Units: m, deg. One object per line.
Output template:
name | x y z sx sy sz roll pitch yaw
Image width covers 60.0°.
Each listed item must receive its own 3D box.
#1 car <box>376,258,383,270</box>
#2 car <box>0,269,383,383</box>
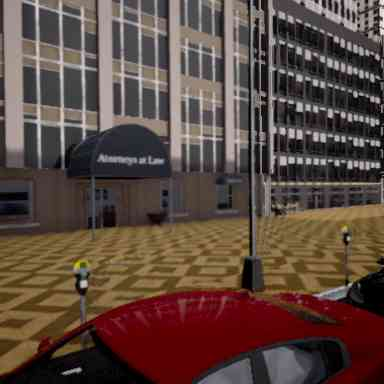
car | 4.343 1.469 5.483 4.313 1.339 1.947 -1 1 -35
car | -0.179 1.522 2.312 4.507 1.381 1.887 -1 1 -35
